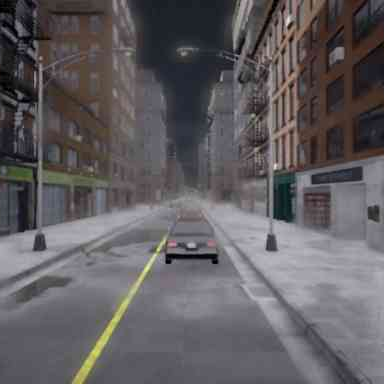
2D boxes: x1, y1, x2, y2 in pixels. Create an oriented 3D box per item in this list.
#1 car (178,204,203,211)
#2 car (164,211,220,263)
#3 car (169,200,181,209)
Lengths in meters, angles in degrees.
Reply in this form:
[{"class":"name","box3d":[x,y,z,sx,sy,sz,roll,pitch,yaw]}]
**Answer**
[{"class":"car","box3d":[-0.002,1.890,28.254,1.895,1.301,4.718,0,-1,0]},{"class":"car","box3d":[0.001,1.676,12.514,2.033,1.411,5.357,0,-1,0]},{"class":"car","box3d":[-2.812,2.109,57.009,1.812,1.442,4.674,0,-1,0]}]
